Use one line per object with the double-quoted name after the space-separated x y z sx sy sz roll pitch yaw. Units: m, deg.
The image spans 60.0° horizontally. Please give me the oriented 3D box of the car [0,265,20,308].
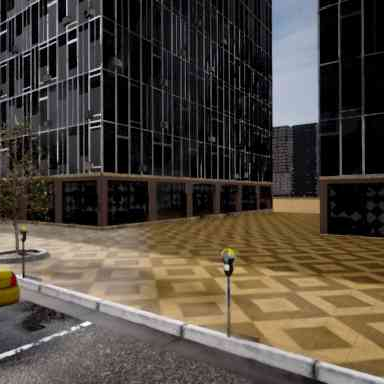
-5.317 1.528 6.651 4.829 1.417 1.752 0 0 35 "car"
